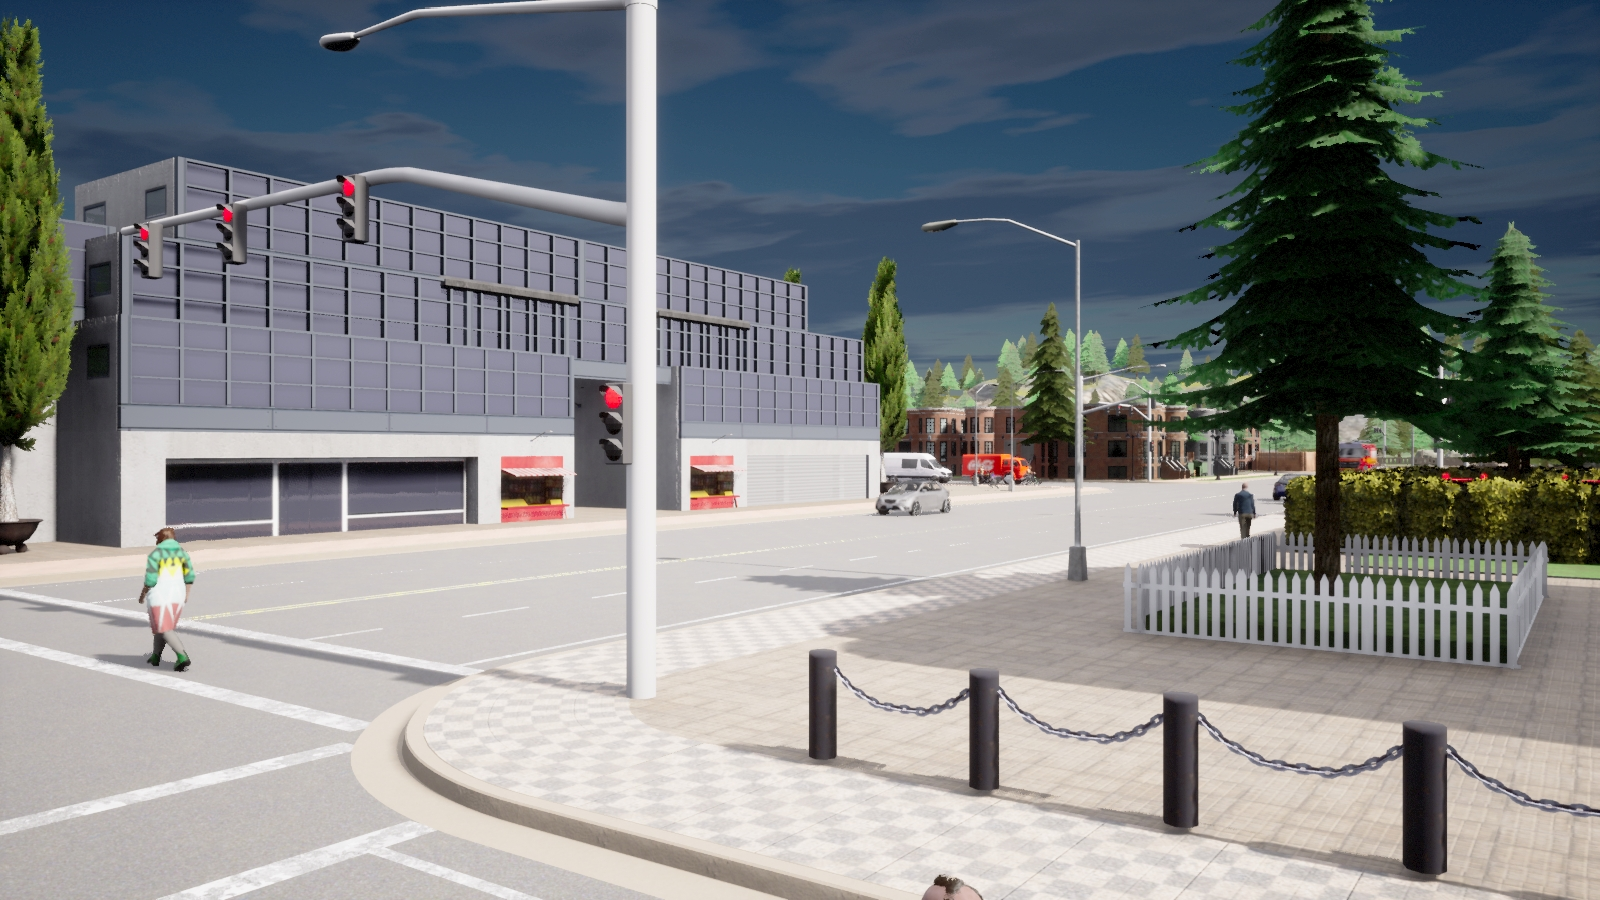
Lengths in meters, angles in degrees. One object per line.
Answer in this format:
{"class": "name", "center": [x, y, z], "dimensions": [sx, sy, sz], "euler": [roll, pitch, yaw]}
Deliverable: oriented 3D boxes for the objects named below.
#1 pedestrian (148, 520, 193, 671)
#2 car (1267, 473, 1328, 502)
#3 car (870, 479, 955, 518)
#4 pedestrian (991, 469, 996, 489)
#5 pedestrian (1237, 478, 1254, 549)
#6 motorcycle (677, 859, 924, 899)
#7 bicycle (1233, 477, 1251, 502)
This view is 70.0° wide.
{"class": "pedestrian", "center": [-8.058, 1.848, 14.630], "dimensions": [0.375, 1.860, 0.375], "euler": [0, 0, 33]}
{"class": "car", "center": [27.765, 2.063, 63.661], "dimensions": [2.163, 1.488, 4.792], "euler": [0, 0, 35]}
{"class": "car", "center": [4.924, 2.065, 49.425], "dimensions": [1.816, 1.474, 4.193], "euler": [0, 0, 35]}
{"class": "pedestrian", "center": [13.139, 1.976, 77.521], "dimensions": [0.375, 1.300, 0.375], "euler": [0, 0, 9]}
{"class": "pedestrian", "center": [11.940, 1.695, 30.616], "dimensions": [0.375, 1.860, 0.375], "euler": [0, 0, 26]}
{"class": "motorcycle", "center": [0.509, 2.205, 3.428], "dimensions": [2.209, 1.251, 0.867], "euler": [0, 0, 35]}
{"class": "bicycle", "center": [24.334, 2.158, 62.852], "dimensions": [0.859, 1.276, 1.487], "euler": [0, 0, 23]}
